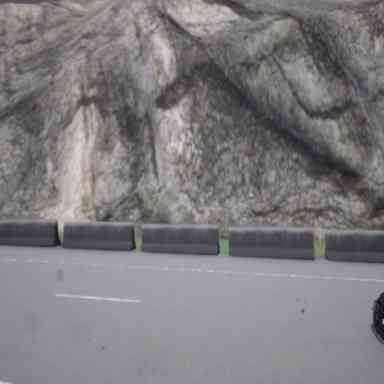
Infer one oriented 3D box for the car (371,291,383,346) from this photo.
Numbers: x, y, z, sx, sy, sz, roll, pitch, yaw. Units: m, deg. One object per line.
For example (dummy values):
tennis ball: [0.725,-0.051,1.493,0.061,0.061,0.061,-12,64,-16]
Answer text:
car: [4.787,1.731,4.439,4.181,1.385,1.994,0,-1,12]
